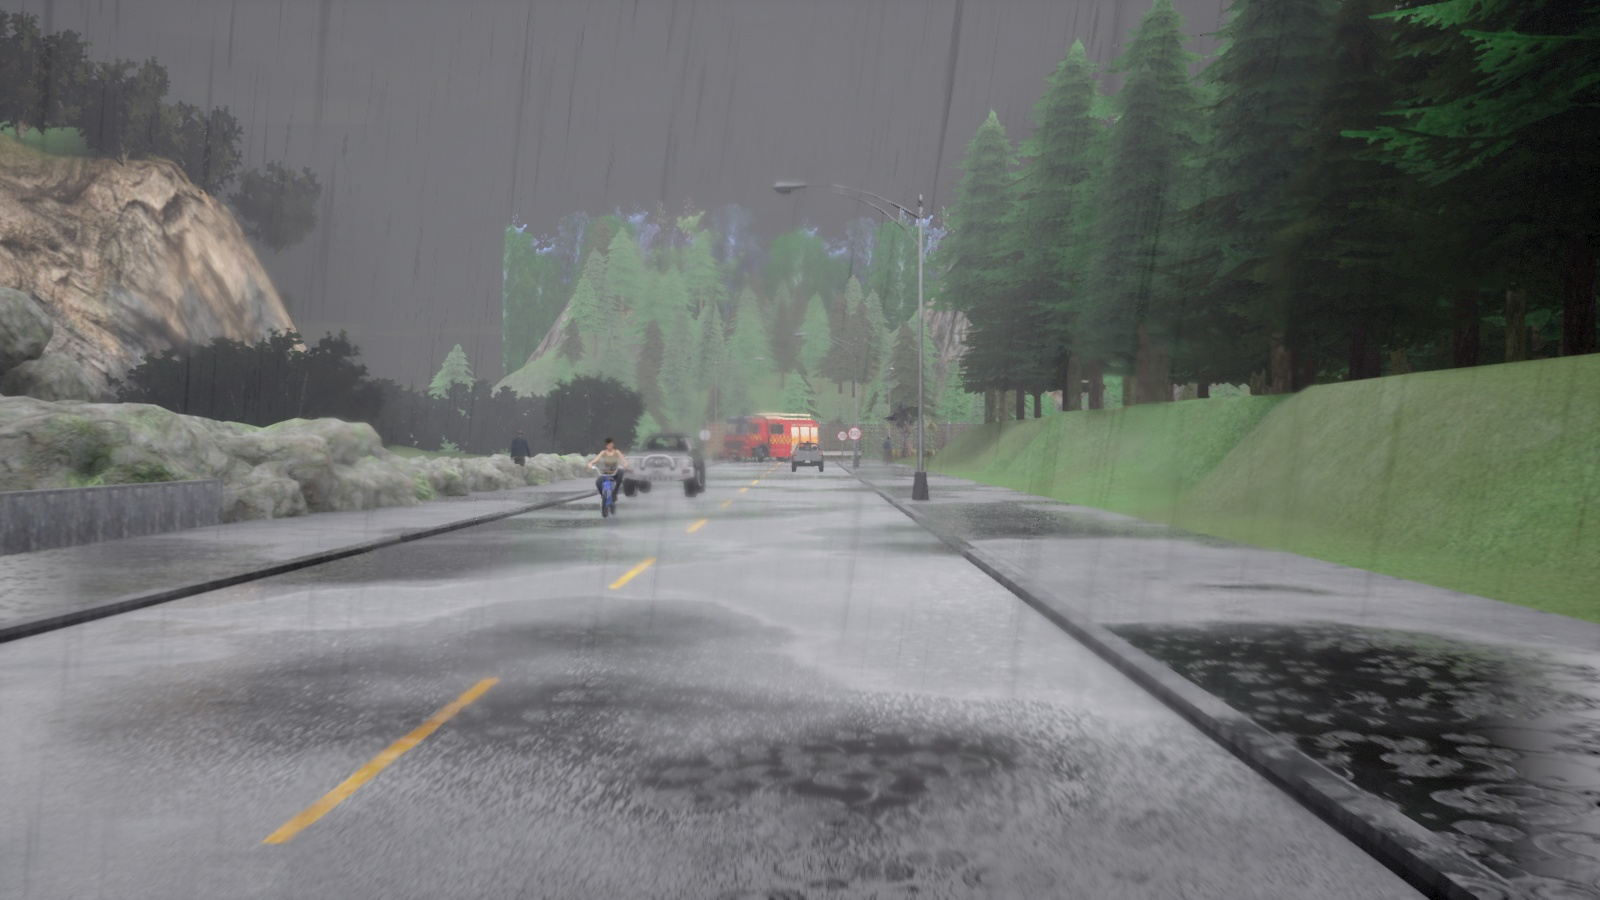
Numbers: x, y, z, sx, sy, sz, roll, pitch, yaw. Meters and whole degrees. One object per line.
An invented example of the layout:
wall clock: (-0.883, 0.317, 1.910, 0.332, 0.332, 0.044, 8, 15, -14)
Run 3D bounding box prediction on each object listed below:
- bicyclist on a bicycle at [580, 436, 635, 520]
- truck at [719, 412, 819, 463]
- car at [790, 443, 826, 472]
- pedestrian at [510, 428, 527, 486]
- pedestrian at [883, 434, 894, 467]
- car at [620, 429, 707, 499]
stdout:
bicyclist on a bicycle: (-3.841, 0.538, 25.127, 0.866, 1.612, 1.509, 0, 0, 0)
truck: (-2.376, -0.979, 99.091, 2.891, 3.827, 8.468, 0, 0, 41)
car: (0.400, 0.388, 66.050, 1.845, 1.501, 3.633, 0, 0, 0)
pedestrian: (-9.125, 0.220, 40.729, 0.402, 1.842, 0.726, 0, 0, 0)
pedestrian: (5.428, 0.027, 76.790, 0.423, 1.949, 0.788, 0, 0, 23)
car: (-3.780, 0.361, 35.455, 1.932, 1.855, 4.605, 0, 0, 0)
